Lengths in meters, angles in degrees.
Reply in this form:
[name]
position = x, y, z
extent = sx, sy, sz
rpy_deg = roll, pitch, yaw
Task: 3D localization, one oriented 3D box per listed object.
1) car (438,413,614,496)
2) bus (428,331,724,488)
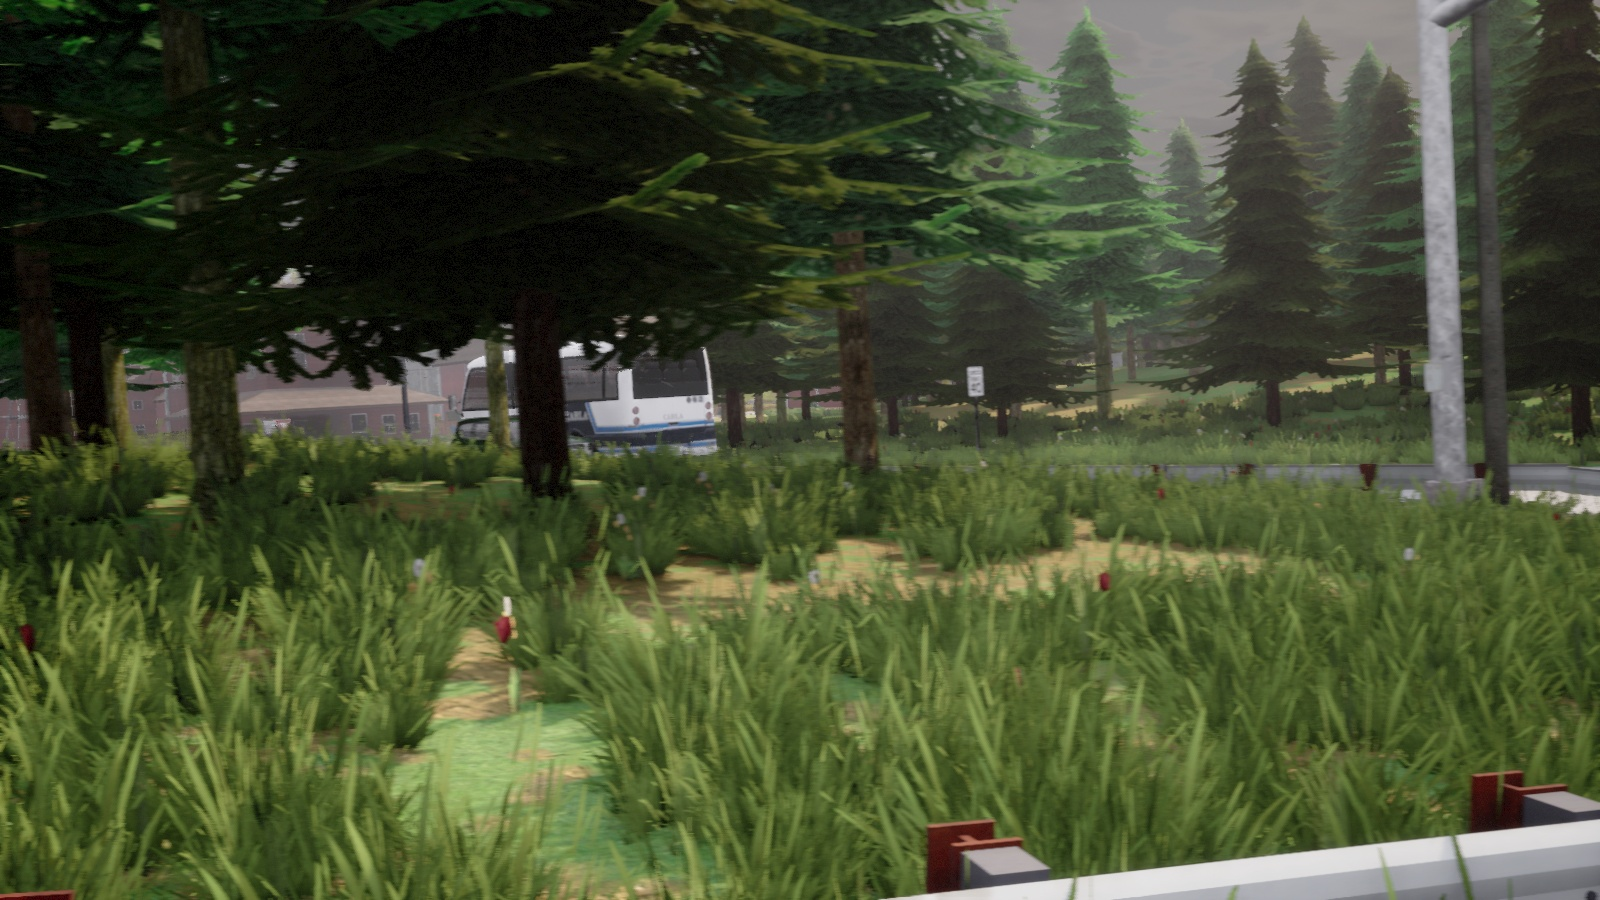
[car]
position = -7.923, 0.186, 35.916
extent = 2.150, 2.045, 5.566
rpy_deg = -7, 4, -44
[bus]
position = -7.455, -1.152, 40.324
extent = 3.944, 4.253, 10.273
rpy_deg = -7, 4, -44
